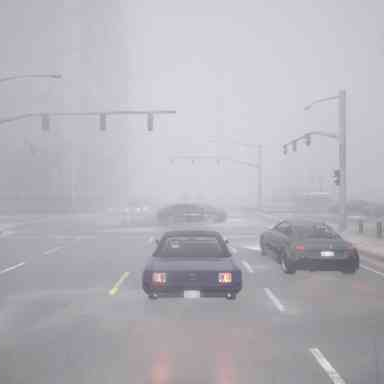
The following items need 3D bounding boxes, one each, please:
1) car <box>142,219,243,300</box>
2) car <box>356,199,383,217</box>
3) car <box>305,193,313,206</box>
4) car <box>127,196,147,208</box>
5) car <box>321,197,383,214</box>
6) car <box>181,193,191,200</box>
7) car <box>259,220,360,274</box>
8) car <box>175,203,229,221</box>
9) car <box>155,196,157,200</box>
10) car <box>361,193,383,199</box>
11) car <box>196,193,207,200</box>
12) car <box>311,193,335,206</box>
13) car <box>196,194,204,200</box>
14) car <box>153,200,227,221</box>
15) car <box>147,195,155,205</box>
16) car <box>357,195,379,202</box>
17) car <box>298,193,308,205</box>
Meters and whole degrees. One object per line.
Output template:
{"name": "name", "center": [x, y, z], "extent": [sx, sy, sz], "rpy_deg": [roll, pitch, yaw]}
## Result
{"name": "car", "center": [-0.004, 1.601, 8.350], "extent": [1.895, 1.301, 4.718], "rpy_deg": [0, 0, 0]}
{"name": "car", "center": [18.098, 1.619, 31.053], "extent": [4.181, 1.385, 1.994], "rpy_deg": [0, 0, -1]}
{"name": "car", "center": [24.167, 1.419, 62.945], "extent": [3.905, 1.438, 1.784], "rpy_deg": [0, 0, 0]}
{"name": "car", "center": [-8.025, 1.505, 47.685], "extent": [1.837, 1.490, 4.892], "rpy_deg": [0, 0, -1]}
{"name": "car", "center": [16.544, 1.547, 34.537], "extent": [4.902, 1.511, 2.128], "rpy_deg": [0, 0, -1]}
{"name": "car", "center": [-1.339, 1.215, 76.366], "extent": [2.150, 2.045, 5.566], "rpy_deg": [0, 0, -1]}
{"name": "car", "center": [3.470, 1.564, 10.579], "extent": [1.994, 1.385, 4.181], "rpy_deg": [0, 0, -1]}
{"name": "car", "center": [0.782, 1.590, 27.168], "extent": [4.181, 1.385, 1.994], "rpy_deg": [0, 0, -1]}
{"name": "car", "center": [-8.226, 1.351, 67.064], "extent": [2.097, 1.767, 4.553], "rpy_deg": [0, 0, 0]}
{"name": "car", "center": [39.119, 1.208, 71.285], "extent": [4.605, 1.855, 1.932], "rpy_deg": [0, 0, 0]}
{"name": "car", "center": [2.161, 1.215, 76.415], "extent": [2.150, 2.045, 5.566], "rpy_deg": [0, 0, -1]}
{"name": "car", "center": [24.187, 1.451, 60.050], "extent": [3.806, 1.475, 1.970], "rpy_deg": [0, 0, 0]}
{"name": "car", "center": [2.014, 1.386, 86.806], "extent": [1.812, 1.442, 4.674], "rpy_deg": [0, 0, -1]}
{"name": "car", "center": [-0.072, 1.531, 23.658], "extent": [4.892, 1.490, 1.837], "rpy_deg": [0, 0, -1]}
{"name": "car", "center": [-8.150, 1.491, 57.038], "extent": [2.128, 1.511, 4.902], "rpy_deg": [0, 0, -1]}
{"name": "car", "center": [39.163, 1.419, 74.182], "extent": [3.905, 1.438, 1.784], "rpy_deg": [0, 0, 0]}
{"name": "car", "center": [24.097, 1.209, 65.628], "extent": [4.605, 1.855, 1.932], "rpy_deg": [0, 0, 0]}
